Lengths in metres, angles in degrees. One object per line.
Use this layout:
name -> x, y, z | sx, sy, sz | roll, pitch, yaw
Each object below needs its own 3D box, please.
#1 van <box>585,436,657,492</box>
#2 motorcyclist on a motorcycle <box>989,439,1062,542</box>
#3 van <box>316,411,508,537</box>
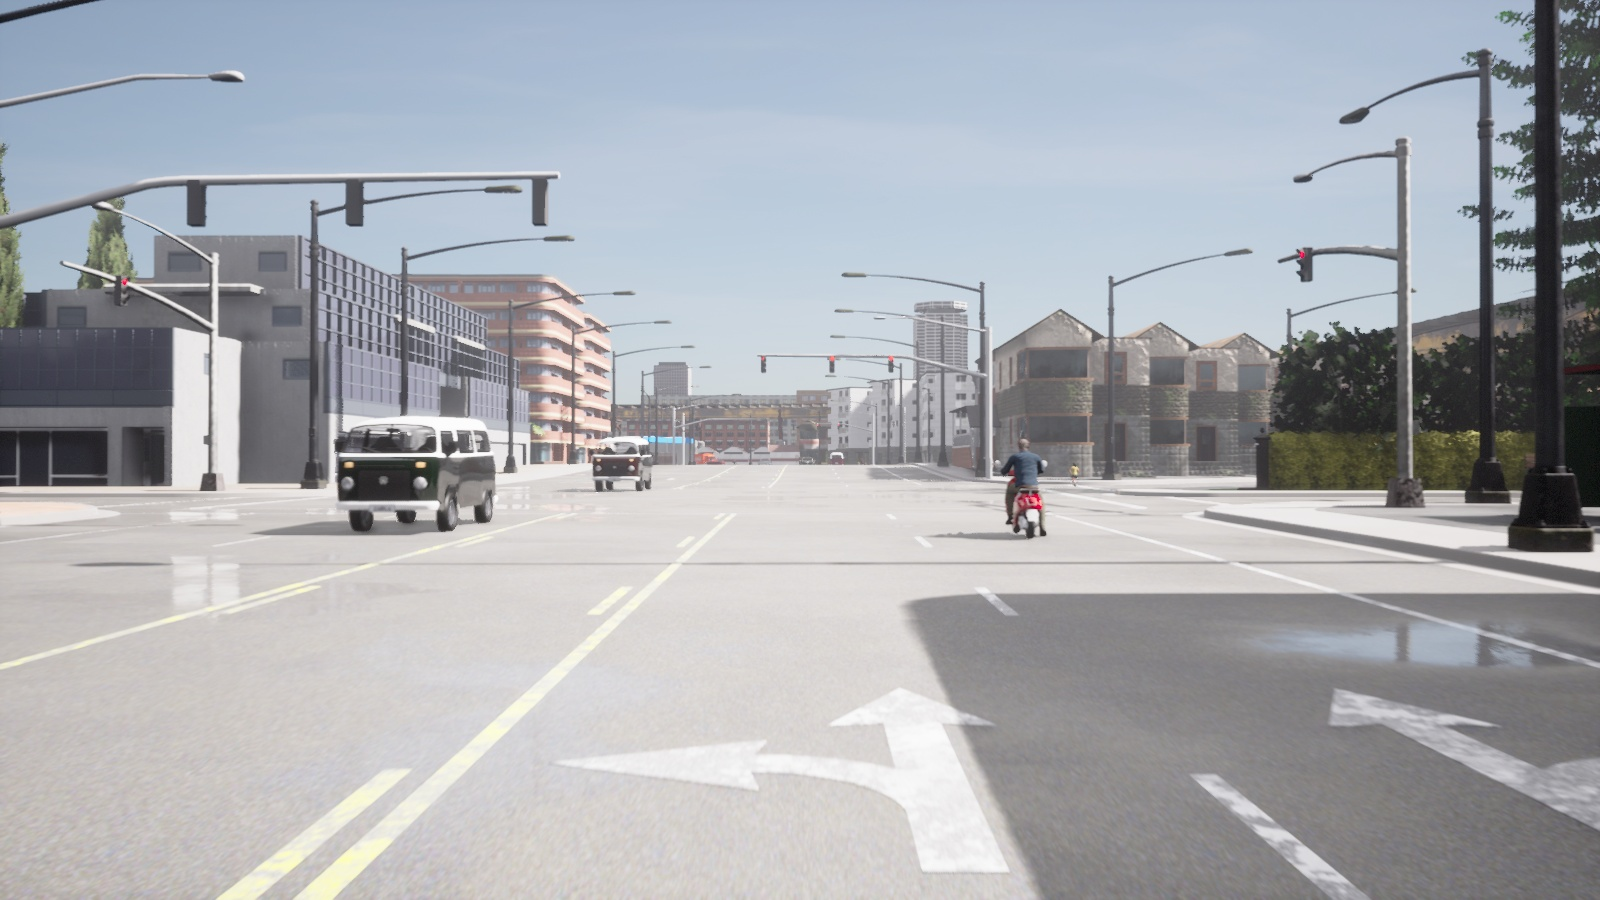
van -> -6.710, 0.528, 47.540 | 2.069, 2.038, 4.480 | 0, 0, 0
motorcyclist on a motorcycle -> 3.633, 0.621, 20.349 | 0.866, 1.590, 1.817 | 0, 0, 0
van -> -6.853, 0.386, 22.724 | 2.069, 2.038, 4.480 | 0, 0, 0
